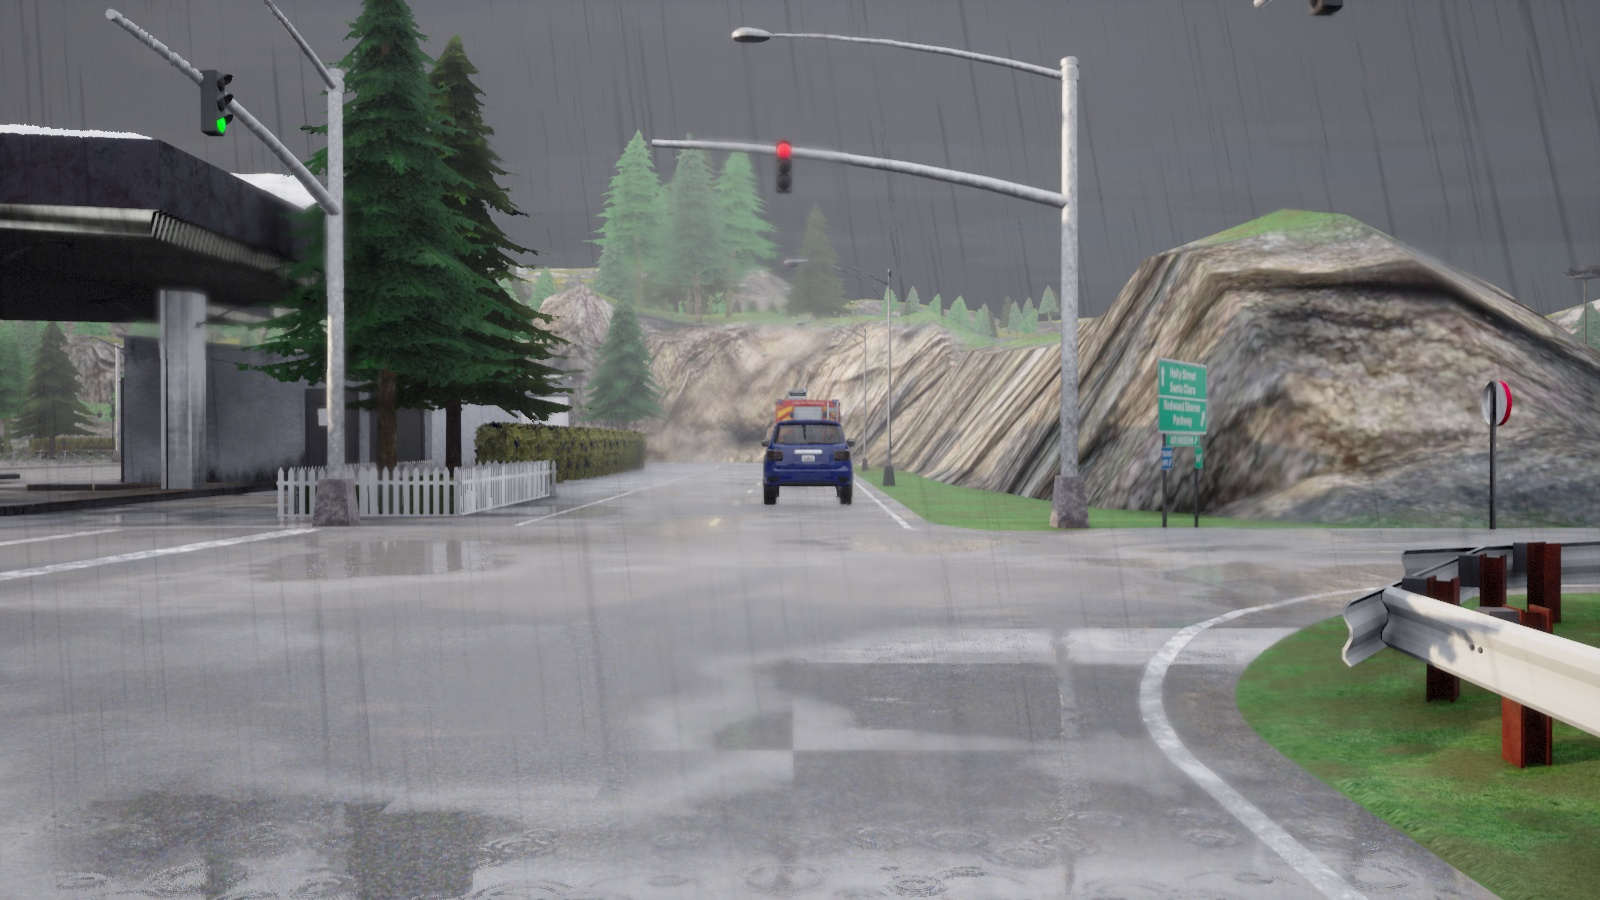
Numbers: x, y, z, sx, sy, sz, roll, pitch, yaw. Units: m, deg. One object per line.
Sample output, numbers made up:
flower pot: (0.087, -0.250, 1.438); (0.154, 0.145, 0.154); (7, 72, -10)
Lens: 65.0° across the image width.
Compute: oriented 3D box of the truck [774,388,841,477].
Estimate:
truck: (0.366, -0.768, 58.499); (2.891, 3.827, 8.468); (0, 0, 0)

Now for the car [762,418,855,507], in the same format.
car: (0.208, 0.275, 31.903); (2.150, 2.045, 5.566); (0, 0, 0)
